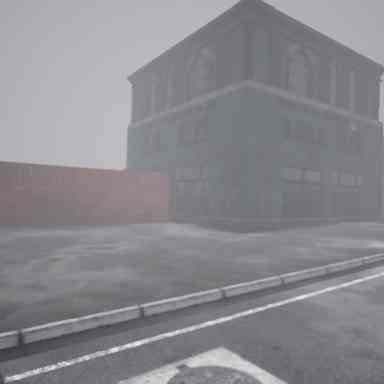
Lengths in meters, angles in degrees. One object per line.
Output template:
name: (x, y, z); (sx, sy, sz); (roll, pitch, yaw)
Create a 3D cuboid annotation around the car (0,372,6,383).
car: (-3.621, 1.517, 1.107); (5.357, 1.411, 2.033); (1, -1, -35)
